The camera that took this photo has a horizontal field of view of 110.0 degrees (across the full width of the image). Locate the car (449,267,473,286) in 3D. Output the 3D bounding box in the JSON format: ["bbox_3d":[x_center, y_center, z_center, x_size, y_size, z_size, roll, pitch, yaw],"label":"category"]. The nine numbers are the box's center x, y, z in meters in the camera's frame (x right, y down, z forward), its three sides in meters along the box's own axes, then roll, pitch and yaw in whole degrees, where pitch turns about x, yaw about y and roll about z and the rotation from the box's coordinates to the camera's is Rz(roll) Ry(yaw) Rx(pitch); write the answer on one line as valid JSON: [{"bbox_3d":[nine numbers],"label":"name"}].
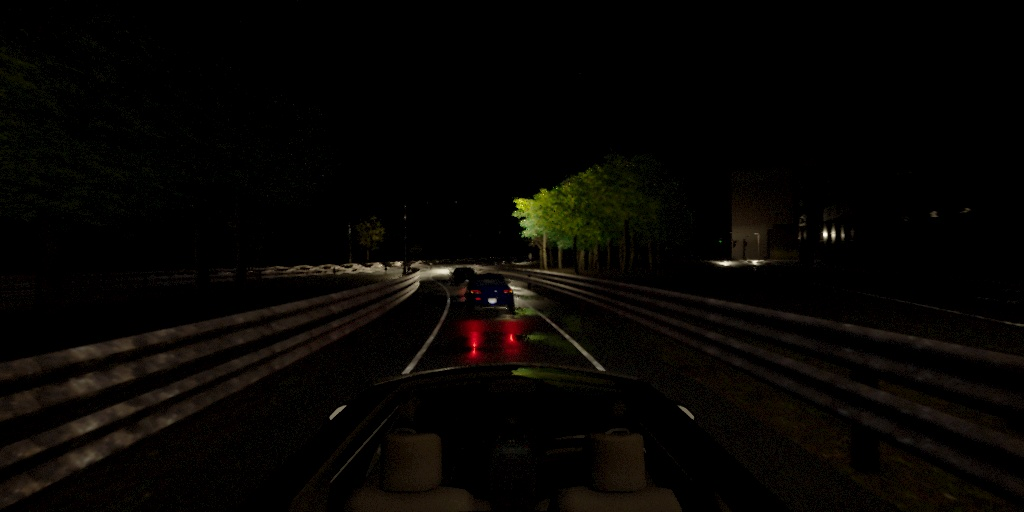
[{"bbox_3d":[-4.020,1.667,29.738,1.837,1.490,4.892,0,0,-16],"label":"car"}]

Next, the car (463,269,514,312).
[{"bbox_3d":[-1.021,1.473,15.257,1.812,1.442,4.674,0,-1,-8],"label":"car"}]
